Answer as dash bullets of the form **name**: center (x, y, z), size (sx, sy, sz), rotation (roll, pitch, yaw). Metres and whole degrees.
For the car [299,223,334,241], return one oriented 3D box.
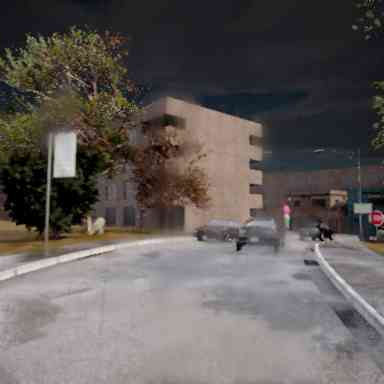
- **car**: center (10.814, 3.429, 28.745), size (2.128, 1.511, 4.902), rotation (-3, -8, 37)

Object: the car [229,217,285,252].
- **car**: center (3.269, 1.921, 15.540), size (1.812, 1.442, 4.674), rotation (-1, -5, 19)

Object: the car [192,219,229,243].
- **car**: center (1.925, 2.449, 21.293), size (2.033, 1.411, 5.357), rotation (-2, -7, 27)
